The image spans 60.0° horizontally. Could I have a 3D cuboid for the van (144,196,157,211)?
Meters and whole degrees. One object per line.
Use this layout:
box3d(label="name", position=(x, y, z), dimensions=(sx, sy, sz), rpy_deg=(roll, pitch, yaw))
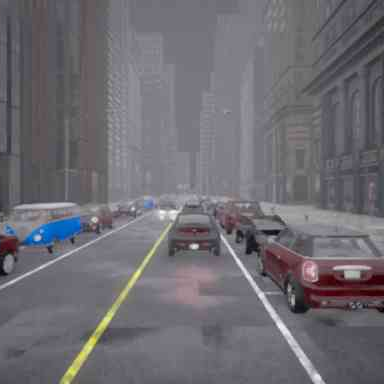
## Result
box3d(label="van", position=(-5.759, 1.358, 41.479), dimensions=(1.690, 1.788, 3.998), rpy_deg=(0, 0, 0))

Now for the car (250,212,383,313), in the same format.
box3d(label="car", position=(2.761, 1.443, 7.667), dimensions=(1.967, 1.590, 4.097), rpy_deg=(0, 0, 0))

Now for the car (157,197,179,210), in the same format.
box3d(label="car", position=(-3.085, 1.619, 43.569), dimensions=(1.895, 1.301, 4.718), rpy_deg=(0, 0, 0))

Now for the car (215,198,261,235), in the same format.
box3d(label="car", position=(2.763, 1.323, 18.940), dimensions=(2.192, 1.841, 5.009), rpy_deg=(0, 0, 0))

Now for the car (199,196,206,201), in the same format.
box3d(label="car", position=(2.774, 1.637, 86.576), dimensions=(1.802, 1.307, 4.206), rpy_deg=(0, 0, 0))

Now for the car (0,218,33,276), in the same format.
box3d(label="car", position=(-5.763, 1.548, 7.659), dimensions=(1.887, 1.381, 4.507), rpy_deg=(0, 0, 0))

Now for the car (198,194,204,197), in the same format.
box3d(label="car", position=(2.362, 1.554, 58.364), dimensions=(1.812, 1.442, 4.674), rpy_deg=(0, 0, 0))

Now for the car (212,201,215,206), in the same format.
box3d(label="car", position=(2.764, 1.555, 24.576), dimensions=(1.887, 1.381, 4.507), rpy_deg=(0, 0, 0))

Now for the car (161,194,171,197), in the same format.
box3d(label="car", position=(-5.755, 1.474, 64.025), dimensions=(1.967, 1.590, 4.097), rpy_deg=(0, 0, 0))

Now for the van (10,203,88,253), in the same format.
box3d(label="van", position=(-5.763, 1.346, 13.295), dimensions=(1.690, 1.788, 3.998), rpy_deg=(0, 0, 0))

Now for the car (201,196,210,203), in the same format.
box3d(label="car", position=(2.772, 1.621, 69.666), dimensions=(1.802, 1.307, 4.206), rpy_deg=(0, 0, 0))

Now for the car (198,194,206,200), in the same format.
box3d(label="car", position=(2.775, 1.501, 92.212), dimensions=(1.967, 1.590, 4.097), rpy_deg=(0, 0, 0))

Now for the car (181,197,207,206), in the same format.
box3d(label="car", position=(0.091, 1.517, 29.936), dimensions=(1.837, 1.490, 4.892), rpy_deg=(0, 0, 0))

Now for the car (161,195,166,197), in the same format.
box3d(label="car", position=(-5.756, 1.575, 52.751), dimensions=(2.008, 1.369, 4.403), rpy_deg=(0, 0, 0))

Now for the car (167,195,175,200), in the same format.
box3d(label="car", position=(-5.750, 1.643, 92.209), dimensions=(1.802, 1.307, 4.206), rpy_deg=(0, 0, 0))

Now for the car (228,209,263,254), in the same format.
box3d(label="car", position=(2.763, 1.571, 13.303), dimensions=(1.947, 1.339, 4.313), rpy_deg=(0, 0, 0))

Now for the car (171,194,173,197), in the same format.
box3d(label="car", position=(-5.754, 1.354, 69.662), dimensions=(2.192, 1.841, 5.009), rpy_deg=(0, 0, 0))

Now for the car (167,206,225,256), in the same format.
box3d(label="car", position=(0.082, 1.510, 13.146), dimensions=(1.837, 1.490, 4.892), rpy_deg=(0, 0, 0))

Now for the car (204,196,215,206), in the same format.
box3d(label="car", position=(2.767, 1.457, 41.484), dimensions=(1.967, 1.590, 4.097), rpy_deg=(0, 0, 0))

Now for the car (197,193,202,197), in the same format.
box3d(label="car", position=(2.774, 1.631, 80.939), dimensions=(1.802, 1.307, 4.206), rpy_deg=(0, 0, 0))

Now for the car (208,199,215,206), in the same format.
box3d(label="car", position=(2.765, 1.578, 30.213), dimensions=(1.947, 1.339, 4.313), rpy_deg=(0, 0, 0))

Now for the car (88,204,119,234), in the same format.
box3d(label="car", position=(-5.762, 1.448, 18.932), dimensions=(1.967, 1.590, 4.097), rpy_deg=(0, 0, 0))

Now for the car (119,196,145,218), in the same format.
box3d(label="car", position=(-5.760, 1.452, 30.206), dimensions=(1.967, 1.590, 4.097), rpy_deg=(0, 0, 0))

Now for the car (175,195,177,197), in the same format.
box3d(label="car", position=(-5.751, 1.605, 86.571), dimensions=(2.008, 1.369, 4.403), rpy_deg=(0, 0, 0))
